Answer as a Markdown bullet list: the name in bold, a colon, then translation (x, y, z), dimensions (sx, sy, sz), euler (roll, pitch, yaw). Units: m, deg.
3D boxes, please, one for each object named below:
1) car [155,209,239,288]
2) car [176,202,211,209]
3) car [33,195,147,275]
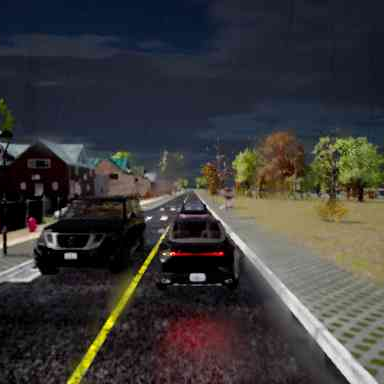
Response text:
- **car**: translation (0.104, 1.424, 8.964), dimensions (1.837, 1.490, 4.892), euler (0, 0, 0)
- **car**: translation (0.107, 1.327, 18.585), dimensions (2.128, 1.511, 4.902), euler (0, 0, 0)
- **car**: translation (-2.805, 1.129, 10.536), dimensions (2.150, 2.045, 5.566), euler (0, 0, 1)
